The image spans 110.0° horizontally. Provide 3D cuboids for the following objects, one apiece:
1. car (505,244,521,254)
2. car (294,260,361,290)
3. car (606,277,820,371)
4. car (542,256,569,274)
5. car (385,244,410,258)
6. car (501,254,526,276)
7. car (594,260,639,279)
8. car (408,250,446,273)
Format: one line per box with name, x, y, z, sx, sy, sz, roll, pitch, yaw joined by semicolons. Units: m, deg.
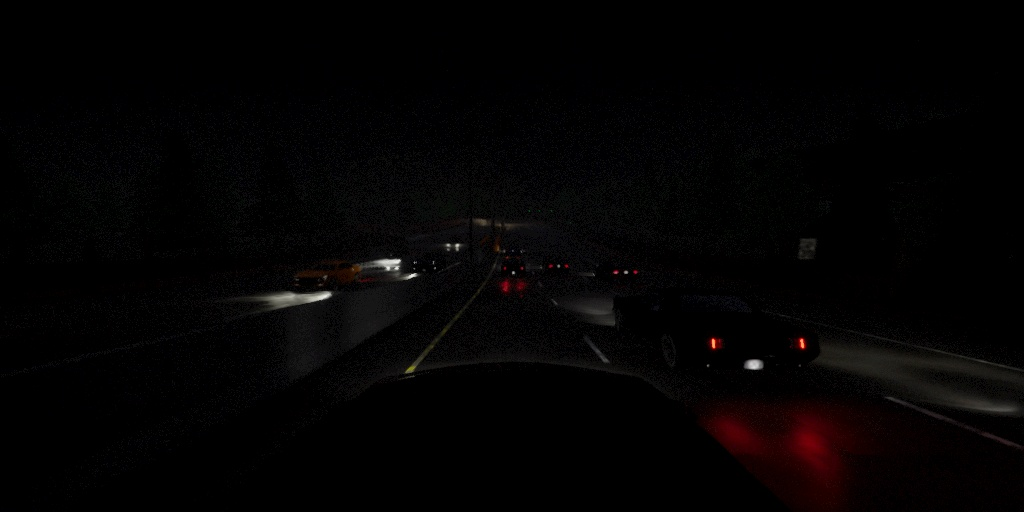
car;0.118;-0.925;47.098;1.994;1.385;4.181;0;7;0
car;-10.594;1.034;20.967;1.882;1.535;5.008;0;2;0
car;3.601;1.308;7.552;1.895;1.301;4.718;0;0;0
car;3.607;0.679;30.233;2.033;1.411;5.357;0;4;0
car;-14.062;-0.648;44.192;2.128;1.511;4.902;0;7;1
car;0.107;0.825;28.668;1.895;1.301;4.718;0;3;0
car;7.106;0.964;24.849;2.033;1.411;5.357;0;2;0
car;-7.085;0.424;31.104;2.097;1.767;4.553;0;4;0
